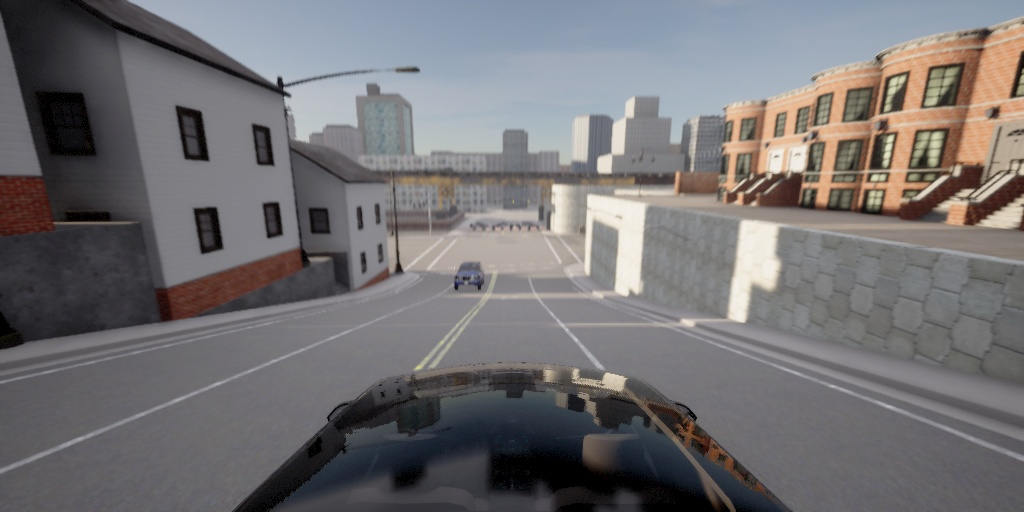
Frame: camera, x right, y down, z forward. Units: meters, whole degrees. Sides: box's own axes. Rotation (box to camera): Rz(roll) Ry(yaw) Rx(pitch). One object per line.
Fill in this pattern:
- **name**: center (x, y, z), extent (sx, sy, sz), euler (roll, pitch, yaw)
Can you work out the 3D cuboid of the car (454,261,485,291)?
- **car**: center (-3.530, 1.555, 30.476), extent (2.150, 2.045, 5.566), euler (0, 3, 0)
